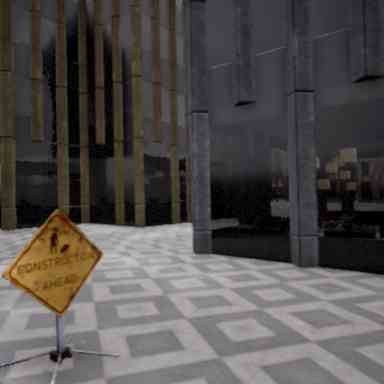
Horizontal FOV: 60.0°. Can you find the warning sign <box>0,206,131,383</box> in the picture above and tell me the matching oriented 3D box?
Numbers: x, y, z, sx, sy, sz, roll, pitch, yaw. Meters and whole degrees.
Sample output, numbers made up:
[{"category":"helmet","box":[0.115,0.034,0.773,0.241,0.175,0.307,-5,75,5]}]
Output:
[{"category":"warning sign","box":[-1.618,1.135,4.034,1.060,1.860,1.300,-2,0,35]}]
